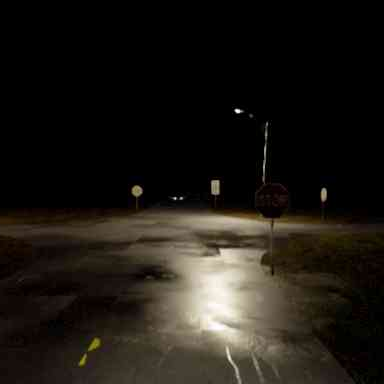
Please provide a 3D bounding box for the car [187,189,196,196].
[{"bbox_3d":[-0.019,0.079,75.061,1.994,1.385,4.181,0,1,0],"label":"car"}]

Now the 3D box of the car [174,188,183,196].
[{"bbox_3d":[-2.767,-0.047,69.228,2.033,1.411,5.357,0,1,0],"label":"car"}]

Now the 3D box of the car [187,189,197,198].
[{"bbox_3d":[-0.016,0.395,65.010,1.994,1.385,4.181,0,1,0],"label":"car"}]
